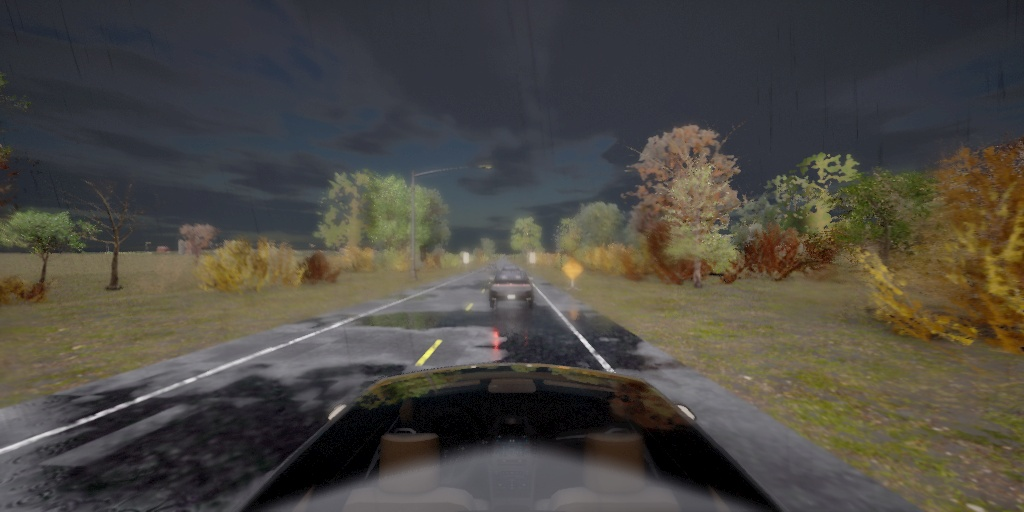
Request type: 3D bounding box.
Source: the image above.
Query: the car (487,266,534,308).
[{"bbox_3d":[-0.023,1.372,16.143,2.128,1.511,4.902,0,0,0],"label":"car"}]

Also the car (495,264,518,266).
[{"bbox_3d":[-0.097,1.507,31.148,2.128,1.511,4.902,0,0,0],"label":"car"}]

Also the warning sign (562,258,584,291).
[{"bbox_3d":[3.504,1.037,20.835,1.300,1.860,1.060,0,0,0],"label":"warning sign"}]
